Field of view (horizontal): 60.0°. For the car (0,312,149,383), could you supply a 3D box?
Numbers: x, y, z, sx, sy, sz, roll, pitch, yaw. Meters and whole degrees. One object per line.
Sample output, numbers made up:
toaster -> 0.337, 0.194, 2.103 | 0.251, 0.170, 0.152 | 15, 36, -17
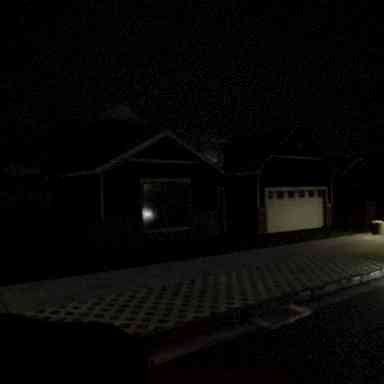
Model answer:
car -> -2.430, 1.508, 1.303 | 4.892, 1.490, 1.837 | 0, 0, -35
